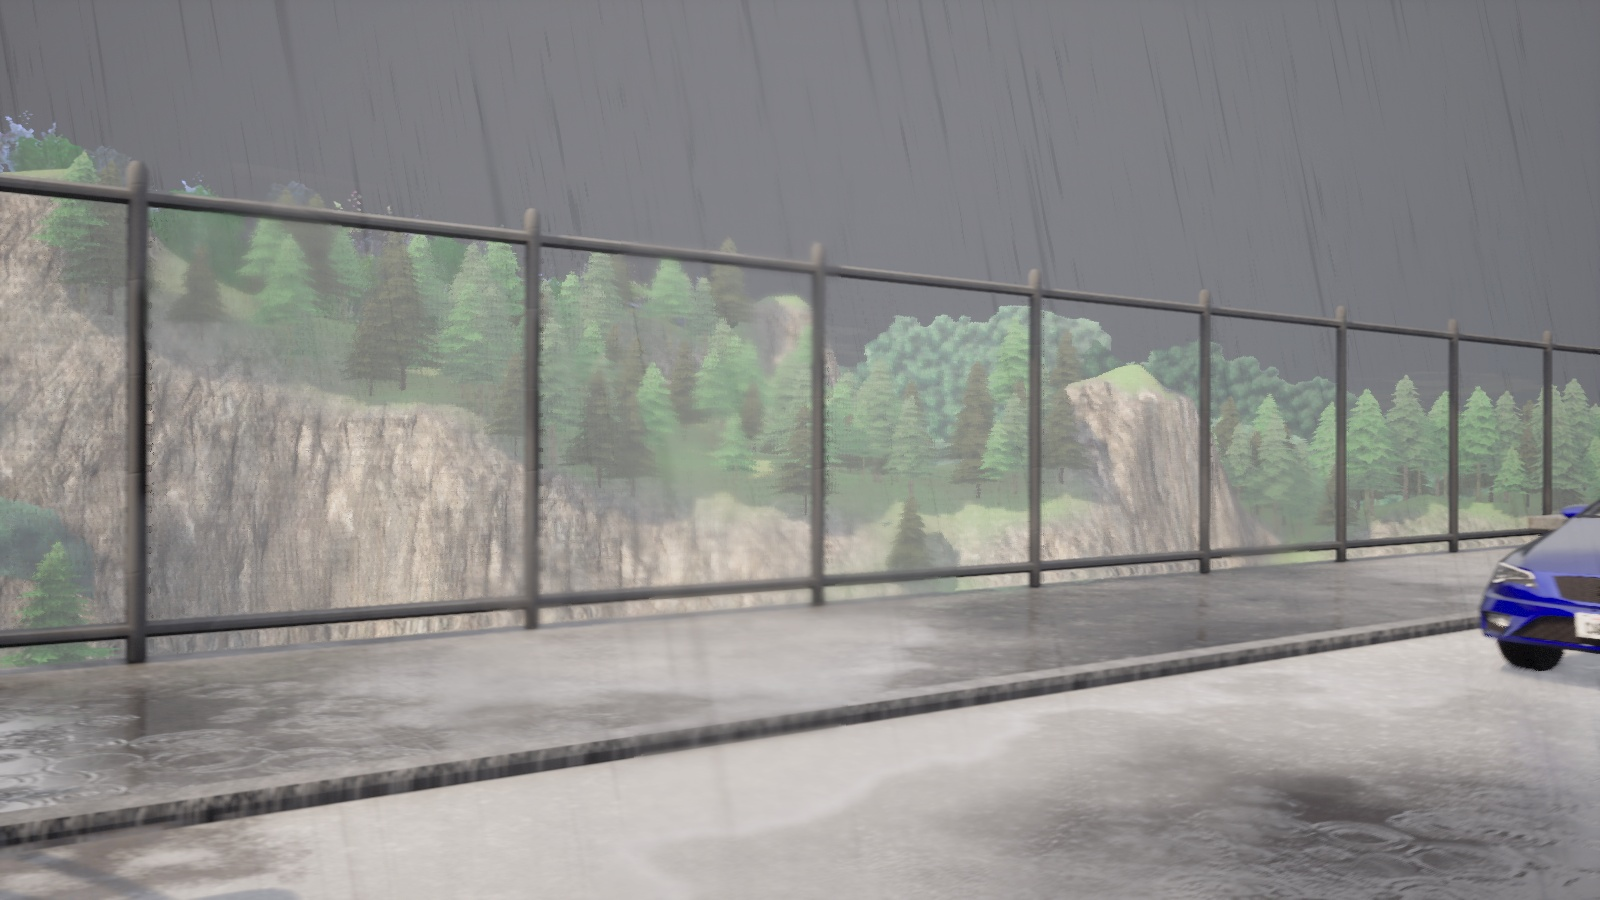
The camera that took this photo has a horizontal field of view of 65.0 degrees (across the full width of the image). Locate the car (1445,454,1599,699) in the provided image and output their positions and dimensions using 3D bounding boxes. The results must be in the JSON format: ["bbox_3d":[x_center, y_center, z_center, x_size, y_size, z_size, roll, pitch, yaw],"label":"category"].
[{"bbox_3d":[6.537,0.766,8.818,4.193,1.474,1.816,0,0,-35],"label":"car"}]
